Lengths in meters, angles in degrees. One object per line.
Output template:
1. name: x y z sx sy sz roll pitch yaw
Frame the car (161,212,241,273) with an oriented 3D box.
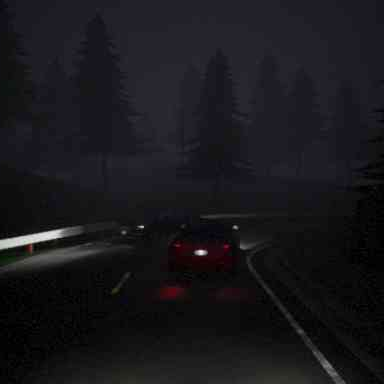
1. car: 0.541 1.567 10.793 1.994 1.385 4.181 0 0 9

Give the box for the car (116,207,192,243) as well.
1. car: -1.505 1.491 16.327 2.128 1.511 4.902 -1 0 37
